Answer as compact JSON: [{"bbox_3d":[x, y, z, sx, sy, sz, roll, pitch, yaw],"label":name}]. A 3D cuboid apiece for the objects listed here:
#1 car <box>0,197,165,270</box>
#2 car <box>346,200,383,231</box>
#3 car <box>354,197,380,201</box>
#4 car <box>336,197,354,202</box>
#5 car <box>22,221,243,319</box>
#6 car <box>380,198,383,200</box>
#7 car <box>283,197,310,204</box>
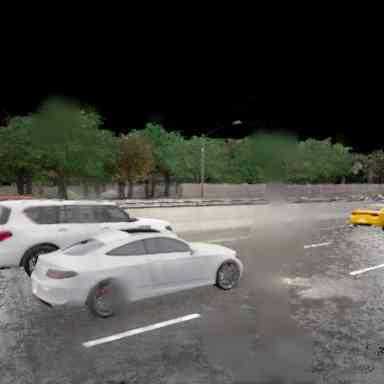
[{"bbox_3d":[-3.106,1.238,10.130,5.566,2.045,2.150,0,0,-36],"label":"car"},{"bbox_3d":[11.923,1.480,20.822,5.008,1.535,1.882,0,0,-35],"label":"car"},{"bbox_3d":[26.199,1.488,48.190,4.902,1.511,2.128,0,0,-35],"label":"car"},{"bbox_3d":[23.957,1.495,50.889,4.902,1.511,2.128,0,0,-35],"label":"car"},{"bbox_3d":[-0.957,1.536,7.362,4.674,1.442,1.812,0,0,-36],"label":"car"},{"bbox_3d":[28.092,1.344,45.246,4.553,1.767,2.097,0,0,-35],"label":"car"},{"bbox_3d":[15.510,1.514,49.269,4.902,1.511,2.128,0,0,-35],"label":"car"}]
